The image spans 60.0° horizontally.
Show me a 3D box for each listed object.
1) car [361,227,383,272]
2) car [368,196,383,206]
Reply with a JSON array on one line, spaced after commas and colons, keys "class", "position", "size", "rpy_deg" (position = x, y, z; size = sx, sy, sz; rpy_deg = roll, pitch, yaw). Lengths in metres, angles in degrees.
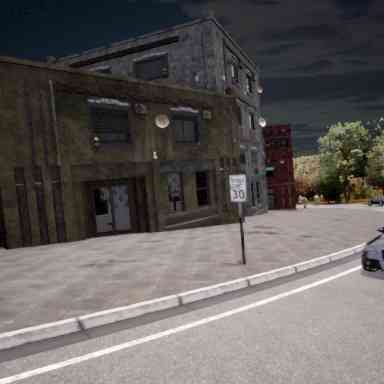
[{"class": "car", "position": [6.397, 1.468, 9.353], "size": [4.181, 1.385, 1.994], "rpy_deg": [-1, 0, -44]}, {"class": "car", "position": [28.973, 1.395, 51.141], "size": [2.128, 1.511, 4.902], "rpy_deg": [-5, -2, -1]}]
